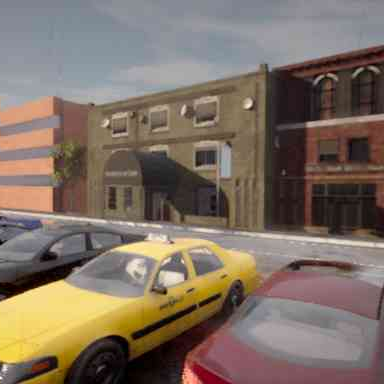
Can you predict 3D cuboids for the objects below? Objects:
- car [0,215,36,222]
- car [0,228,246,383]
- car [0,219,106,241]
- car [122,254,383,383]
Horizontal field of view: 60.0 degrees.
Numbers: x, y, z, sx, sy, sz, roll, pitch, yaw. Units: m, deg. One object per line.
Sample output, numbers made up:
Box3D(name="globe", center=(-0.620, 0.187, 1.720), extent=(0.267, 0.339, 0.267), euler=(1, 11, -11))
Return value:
Box3D(name="car", center=(-5.205, 1.485, 8.745), extent=(2.097, 1.535, 5.008), euler=(0, 0, 36))
Box3D(name="car", center=(-0.726, 1.482, 5.295), extent=(1.946, 1.575, 5.366), euler=(0, 0, 36))
Box3D(name="car", center=(-2.908, 1.485, 7.102), extent=(2.097, 1.535, 5.008), euler=(0, 0, 36))
Box3D(name="car", center=(1.673, 1.525, 3.791), extent=(2.002, 1.452, 4.674), euler=(0, 0, 36))
